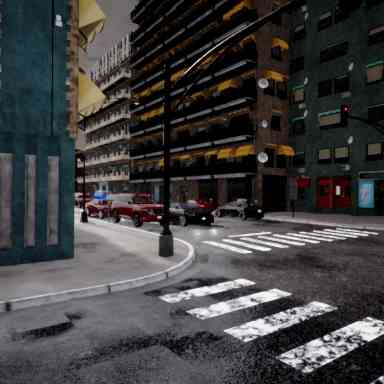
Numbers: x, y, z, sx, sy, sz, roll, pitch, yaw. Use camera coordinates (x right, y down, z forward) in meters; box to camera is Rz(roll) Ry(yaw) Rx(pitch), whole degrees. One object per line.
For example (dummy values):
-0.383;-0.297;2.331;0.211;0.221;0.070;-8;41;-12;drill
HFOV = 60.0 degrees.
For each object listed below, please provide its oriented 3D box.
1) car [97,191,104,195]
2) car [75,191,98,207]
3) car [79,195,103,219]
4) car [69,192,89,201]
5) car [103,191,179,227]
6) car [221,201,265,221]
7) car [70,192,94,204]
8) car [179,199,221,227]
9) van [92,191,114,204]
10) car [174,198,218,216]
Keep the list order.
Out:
-6.054;0.971;28.557;2.097;1.767;4.553;1;0;-36;car
-12.085;0.948;36.906;1.882;1.535;5.008;1;0;-36;car
-6.524;1.183;24.801;1.887;1.381;4.507;2;0;-36;car
-19.304;0.769;56.760;1.887;1.381;4.507;2;0;-36;car
-3.252;1.034;20.288;2.192;1.841;5.009;2;0;-36;car
3.553;1.353;25.168;1.947;1.339;4.313;2;0;-36;car
-15.652;0.823;47.192;1.882;1.535;5.008;1;0;-36;car
-0.473;1.321;20.833;1.994;1.385;4.181;1;0;-36;car
-12.769;0.726;47.735;1.690;1.788;3.998;2;0;-36;van
0.287;1.289;29.681;1.802;1.307;4.206;2;0;-36;car
